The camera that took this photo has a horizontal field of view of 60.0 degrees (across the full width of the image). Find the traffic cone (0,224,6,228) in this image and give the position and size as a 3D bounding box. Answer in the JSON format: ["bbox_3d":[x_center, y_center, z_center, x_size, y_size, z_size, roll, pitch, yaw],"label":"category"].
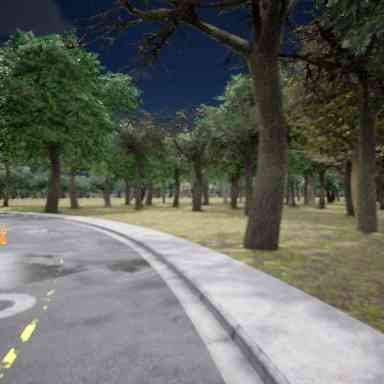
[{"bbox_3d":[-11.261,2.190,19.995,0.340,0.580,0.340,0,-1,-31],"label":"traffic cone"}]

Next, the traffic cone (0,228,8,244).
[{"bbox_3d":[-8.971,2.150,15.818,0.340,0.580,0.340,0,-1,-26],"label":"traffic cone"}]
